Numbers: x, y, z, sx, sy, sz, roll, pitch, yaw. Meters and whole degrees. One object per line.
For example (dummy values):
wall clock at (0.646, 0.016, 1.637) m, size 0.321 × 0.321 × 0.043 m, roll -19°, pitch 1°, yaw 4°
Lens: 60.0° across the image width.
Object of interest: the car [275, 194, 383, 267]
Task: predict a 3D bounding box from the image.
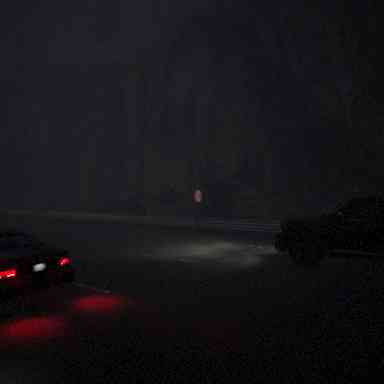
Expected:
car at (5.181, 1.074, 9.182) m, size 5.566 × 2.045 × 2.150 m, roll 0°, pitch 0°, yaw 34°

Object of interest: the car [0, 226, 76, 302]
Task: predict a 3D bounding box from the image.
car at (-5.099, 1.530, 7.809) m, size 5.357 × 1.411 × 2.033 m, roll 0°, pitch 1°, yaw 32°
